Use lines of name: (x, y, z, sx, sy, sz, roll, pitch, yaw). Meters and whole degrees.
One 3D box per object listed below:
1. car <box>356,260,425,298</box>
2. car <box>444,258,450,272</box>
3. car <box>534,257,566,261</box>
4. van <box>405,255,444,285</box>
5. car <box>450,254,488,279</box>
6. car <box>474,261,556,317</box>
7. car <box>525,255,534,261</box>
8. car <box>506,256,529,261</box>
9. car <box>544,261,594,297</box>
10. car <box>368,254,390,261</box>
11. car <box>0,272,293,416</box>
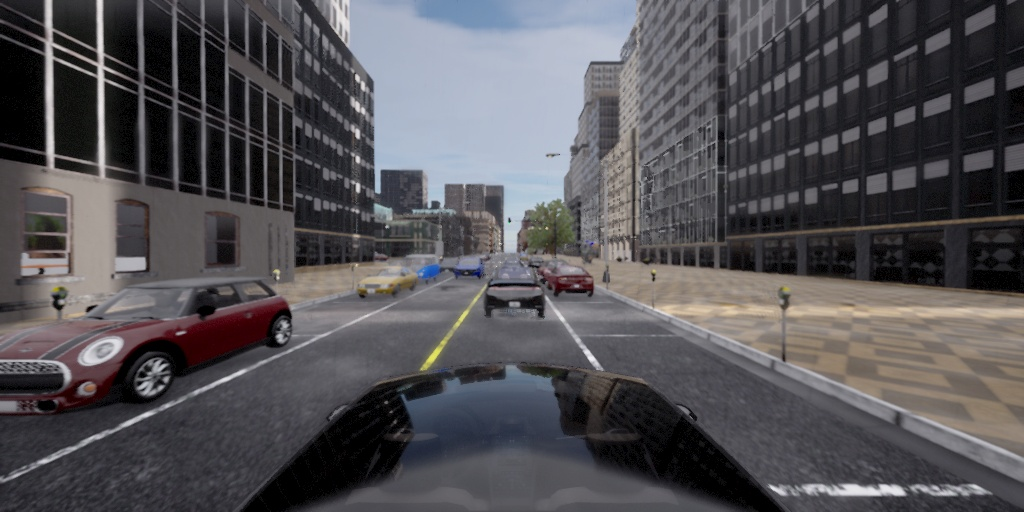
car: (-5.703, 1.063, 16.924, 1.751, 1.417, 4.829, 0, 0, 0)
car: (-5.718, 0.874, 33.711, 1.948, 1.339, 4.313, 0, 0, 0)
car: (2.672, 0.901, 22.641, 1.967, 1.591, 4.097, 0, 0, 0)
van: (-5.708, 0.802, 22.633, 1.690, 1.789, 3.998, 0, 0, 0)
car: (-3.119, 0.877, 27.081, 1.882, 1.535, 5.008, 0, 1, 0)
car: (0.082, 1.095, 12.362, 2.128, 1.511, 4.902, 0, 1, 0)
car: (2.657, 0.798, 39.257, 1.948, 1.339, 4.313, 0, 0, 0)
car: (0.068, 0.941, 28.730, 1.994, 1.385, 4.181, 0, 1, 0)
car: (2.677, 1.083, 17.102, 1.888, 1.381, 4.507, 0, 0, 0)
car: (-22.874, 0.276, 60.618, 4.207, 1.307, 1.802, 0, 0, -1)
car: (-5.693, 1.130, 6.017, 1.967, 1.591, 4.097, 0, 0, 0)
